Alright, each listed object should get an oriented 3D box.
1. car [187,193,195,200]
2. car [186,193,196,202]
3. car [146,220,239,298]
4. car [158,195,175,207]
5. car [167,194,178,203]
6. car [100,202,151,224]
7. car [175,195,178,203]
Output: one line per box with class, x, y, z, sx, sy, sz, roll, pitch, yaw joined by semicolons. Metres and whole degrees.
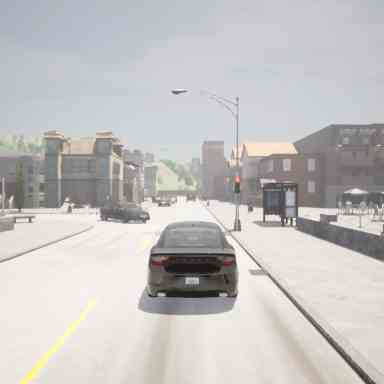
car;-0.234;1.187;87.062;2.097;1.767;4.553;0;0;0
car;-0.205;1.216;76.702;2.150;2.045;5.566;0;0;0
car;0.027;1.478;8.575;1.882;1.535;5.008;0;0;0
car;-4.233;1.491;52.020;2.128;1.511;4.902;0;0;0
car;-4.190;1.355;71.183;2.097;1.767;4.553;0;0;0
car;-4.999;1.506;24.793;4.892;1.490;1.837;0;-4;45
car;-4.229;1.352;61.120;2.097;1.767;4.553;0;0;0
